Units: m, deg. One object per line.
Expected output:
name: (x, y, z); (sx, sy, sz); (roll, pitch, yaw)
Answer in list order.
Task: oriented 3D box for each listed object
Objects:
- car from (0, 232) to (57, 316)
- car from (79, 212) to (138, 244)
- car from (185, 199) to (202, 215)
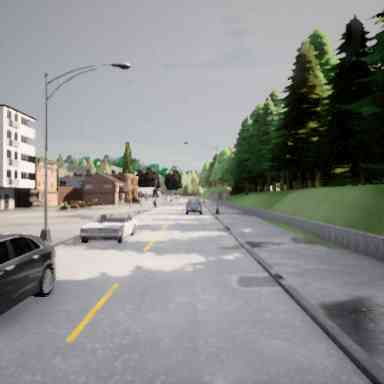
car: (-4.081, 1.548, 5.942); (1.837, 1.490, 4.892); (0, -1, 0)
car: (-4.005, 1.718, 16.611); (1.895, 1.301, 4.718); (0, 0, 1)
car: (0.211, 1.814, 37.763); (2.033, 1.411, 5.357); (0, 0, 0)
